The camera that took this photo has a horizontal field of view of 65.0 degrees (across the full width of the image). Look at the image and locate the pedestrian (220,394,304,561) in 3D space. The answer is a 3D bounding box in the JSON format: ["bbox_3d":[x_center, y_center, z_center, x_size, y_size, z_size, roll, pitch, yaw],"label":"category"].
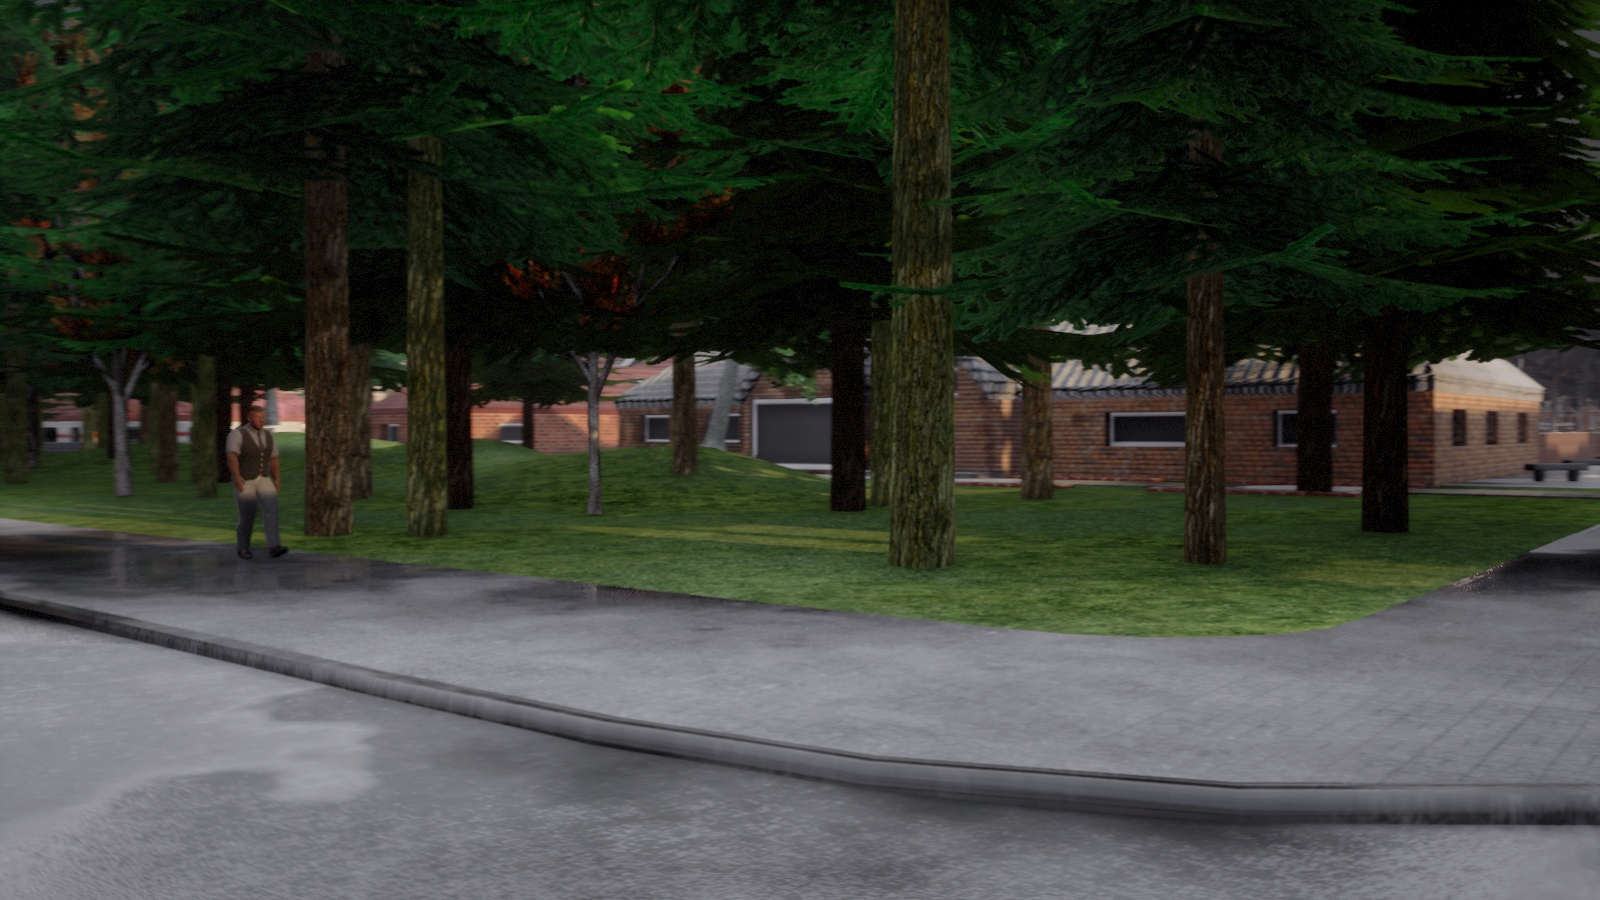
[{"bbox_3d":[-6.276,0.307,14.644,0.849,1.883,0.563,1,1,38],"label":"pedestrian"}]
